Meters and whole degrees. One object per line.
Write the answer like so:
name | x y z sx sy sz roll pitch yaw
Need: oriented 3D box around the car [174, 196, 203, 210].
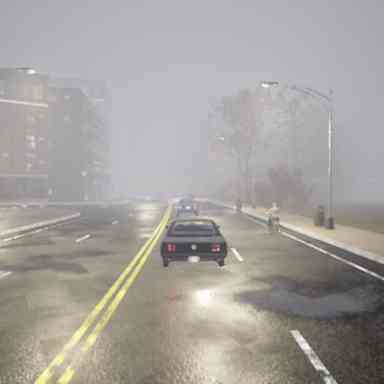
car | -0.454 1.318 29.779 2.033 1.411 5.357 0 0 -2

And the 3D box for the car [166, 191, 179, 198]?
car | -5.388 0.630 88.637 2.097 1.767 4.553 0 1 -7

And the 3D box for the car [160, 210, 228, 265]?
car | 0.025 1.516 11.244 1.895 1.301 4.718 0 0 -1

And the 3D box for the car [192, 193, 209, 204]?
car | 1.545 1.198 52.027 1.895 1.301 4.718 0 0 -4

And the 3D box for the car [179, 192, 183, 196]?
car | -2.168 0.869 89.080 1.895 1.301 4.718 0 1 -7

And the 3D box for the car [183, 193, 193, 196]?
car | -0.262 0.950 72.210 1.812 1.442 4.674 0 0 -6

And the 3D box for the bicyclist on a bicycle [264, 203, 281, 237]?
bicyclist on a bicycle | 4.010 1.320 16.326 0.866 1.612 1.509 0 0 -1

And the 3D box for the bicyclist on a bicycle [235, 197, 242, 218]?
bicyclist on a bicycle | 3.716 1.258 26.275 0.582 1.620 1.656 0 0 -2

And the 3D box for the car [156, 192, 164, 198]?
car | -8.063 0.841 83.732 1.812 1.442 4.674 0 0 -6
